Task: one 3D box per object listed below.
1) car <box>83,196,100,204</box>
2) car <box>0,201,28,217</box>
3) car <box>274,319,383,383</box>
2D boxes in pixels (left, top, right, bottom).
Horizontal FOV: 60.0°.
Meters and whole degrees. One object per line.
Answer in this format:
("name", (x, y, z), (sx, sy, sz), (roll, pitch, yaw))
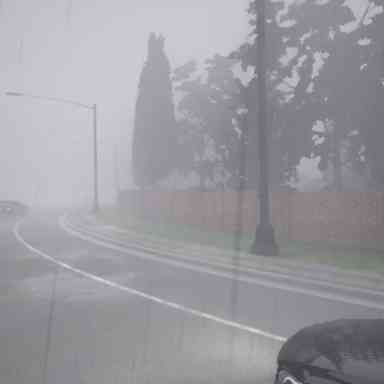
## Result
("car", (-19.649, 1.586, 64.850), (1.812, 1.442, 4.674), (-1, -2, 6))
("car", (-16.288, 1.466, 29.801), (2.033, 1.411, 5.357), (-1, 0, -13))
("car", (2.823, 1.536, 2.000), (4.674, 1.442, 1.812), (0, 1, 37))
